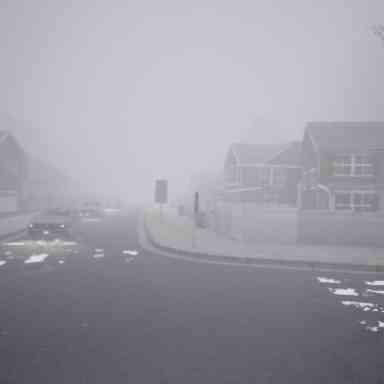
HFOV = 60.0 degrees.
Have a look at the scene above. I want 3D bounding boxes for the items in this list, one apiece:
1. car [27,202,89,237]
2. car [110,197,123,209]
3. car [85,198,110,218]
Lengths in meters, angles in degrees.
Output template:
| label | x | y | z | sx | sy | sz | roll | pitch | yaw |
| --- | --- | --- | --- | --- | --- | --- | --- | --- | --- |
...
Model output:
| label | x | y | z | sx | sy | sz | roll | pitch | yaw |
| --- | --- | --- | --- | --- | --- | --- | --- | --- | --- |
| car | -7.068 | 1.458 | 17.741 | 2.033 | 1.411 | 5.357 | 1 | 0 | -10 |
| car | -10.687 | 1.449 | 46.077 | 2.128 | 1.511 | 4.902 | 1 | 0 | -5 |
| car | -8.948 | 1.468 | 29.848 | 2.033 | 1.411 | 5.357 | 1 | 0 | -8 |
